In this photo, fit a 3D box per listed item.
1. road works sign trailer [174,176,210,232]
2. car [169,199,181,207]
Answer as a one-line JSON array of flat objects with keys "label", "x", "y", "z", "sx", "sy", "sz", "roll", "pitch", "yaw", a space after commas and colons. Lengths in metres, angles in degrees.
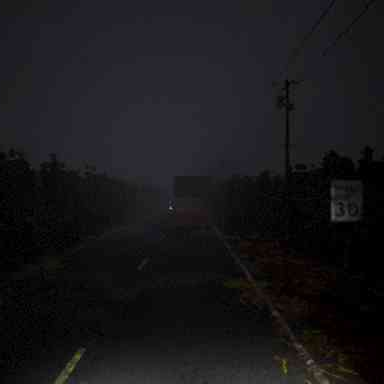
[{"label": "road works sign trailer", "x": -0.013, "y": 0.712, "z": 22.162, "sx": 2.380, "sy": 3.560, "sz": 2.880, "roll": 0, "pitch": -1, "yaw": 0}, {"label": "car", "x": -3.265, "y": 2.071, "z": 64.592, "sx": 2.097, "sy": 1.767, "sz": 4.553, "roll": 0, "pitch": -1, "yaw": 1}]
